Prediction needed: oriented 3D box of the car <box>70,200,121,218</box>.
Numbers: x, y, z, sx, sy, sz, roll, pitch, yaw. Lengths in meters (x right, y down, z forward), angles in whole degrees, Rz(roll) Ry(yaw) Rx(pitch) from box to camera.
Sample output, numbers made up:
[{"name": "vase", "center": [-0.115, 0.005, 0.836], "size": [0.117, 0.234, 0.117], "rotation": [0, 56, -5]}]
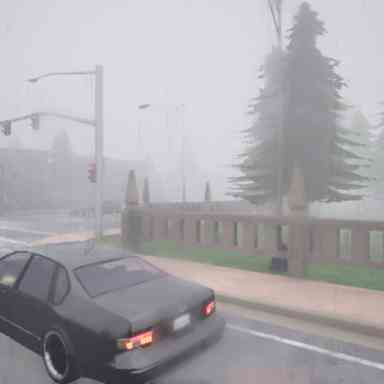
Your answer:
[{"name": "car", "center": [-8.693, 1.478, 30.257], "size": [1.837, 1.490, 4.892], "rotation": [0, 0, 36]}]

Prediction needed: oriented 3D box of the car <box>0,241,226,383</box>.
[{"name": "car", "center": [-2.082, 1.543, 5.404], "size": [5.357, 1.411, 2.033], "rotation": [0, 0, 39]}]

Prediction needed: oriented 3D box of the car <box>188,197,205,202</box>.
[{"name": "car", "center": [0.933, 1.417, 43.610], "size": [1.812, 1.442, 4.674], "rotation": [0, 0, 35]}]
